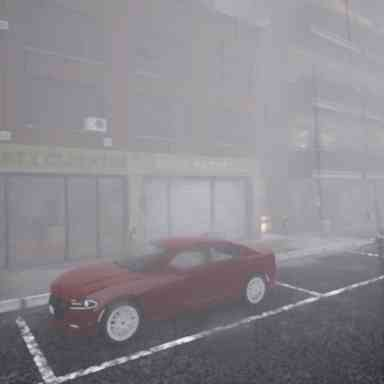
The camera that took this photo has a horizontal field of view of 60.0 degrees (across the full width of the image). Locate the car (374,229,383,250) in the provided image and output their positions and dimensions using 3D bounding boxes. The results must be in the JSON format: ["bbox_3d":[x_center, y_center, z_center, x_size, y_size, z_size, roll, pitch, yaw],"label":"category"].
[{"bbox_3d":[8.691,1.526,12.775,4.206,1.307,1.802,0,0,-36],"label":"car"}]

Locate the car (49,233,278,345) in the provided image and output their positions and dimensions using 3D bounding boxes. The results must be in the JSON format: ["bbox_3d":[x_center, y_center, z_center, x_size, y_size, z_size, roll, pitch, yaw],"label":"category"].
[{"bbox_3d":[-0.300,1.532,6.357,4.507,1.381,1.887,0,0,-36],"label":"car"}]
